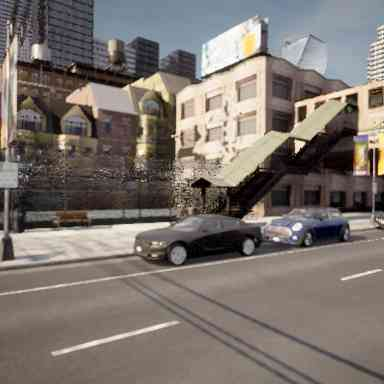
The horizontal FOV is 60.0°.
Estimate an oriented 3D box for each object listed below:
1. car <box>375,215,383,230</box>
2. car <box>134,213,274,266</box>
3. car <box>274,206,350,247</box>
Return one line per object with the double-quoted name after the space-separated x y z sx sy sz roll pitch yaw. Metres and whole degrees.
14.302 1.745 22.059 4.892 1.521 2.231 1 0 -26 "car"
0.360 1.557 11.987 5.008 1.535 2.097 1 0 -36 "car"
5.510 1.501 15.832 4.553 1.767 2.185 1 0 -36 "car"
